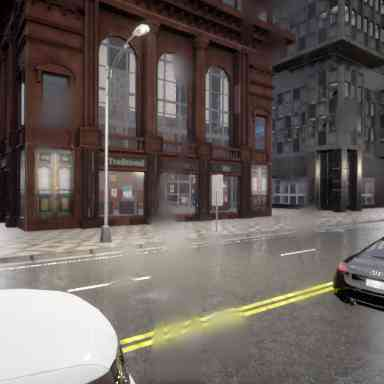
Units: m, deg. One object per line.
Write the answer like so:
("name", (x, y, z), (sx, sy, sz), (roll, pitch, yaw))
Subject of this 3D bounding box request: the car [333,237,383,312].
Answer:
("car", (4.817, 1.562, 6.893), (4.181, 1.385, 1.994), (0, 0, -35))

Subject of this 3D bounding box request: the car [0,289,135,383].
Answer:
("car", (-2.920, 1.221, 1.352), (5.566, 2.045, 2.150), (0, 0, -36))
